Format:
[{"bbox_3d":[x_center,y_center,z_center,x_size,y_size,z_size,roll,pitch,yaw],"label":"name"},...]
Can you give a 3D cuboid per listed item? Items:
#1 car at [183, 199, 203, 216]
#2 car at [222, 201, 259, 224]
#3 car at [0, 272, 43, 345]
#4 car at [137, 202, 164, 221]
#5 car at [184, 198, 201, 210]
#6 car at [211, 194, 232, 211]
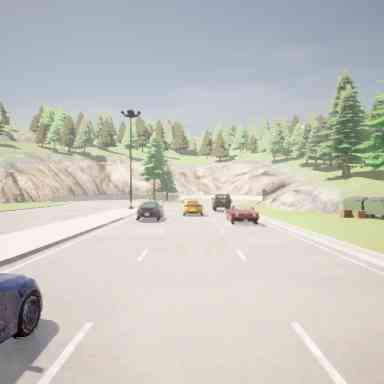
[{"bbox_3d":[0.096,1.478,33.220,1.882,1.535,5.008,0,0,0],"label":"car"},{"bbox_3d":[3.600,1.601,24.527,1.895,1.301,4.718,0,0,0],"label":"car"},{"bbox_3d":[-3.404,1.526,3.635,1.812,1.442,4.674,0,0,0],"label":"car"},{"bbox_3d":[-3.399,1.525,27.438,1.812,1.442,4.674,0,0,0],"label":"car"},{"bbox_3d":[0.121,1.547,43.191,2.033,1.411,5.357,0,0,1],"label":"car"},{"bbox_3d":[3.605,1.222,40.513,2.150,2.045,5.566,0,0,0],"label":"car"}]
